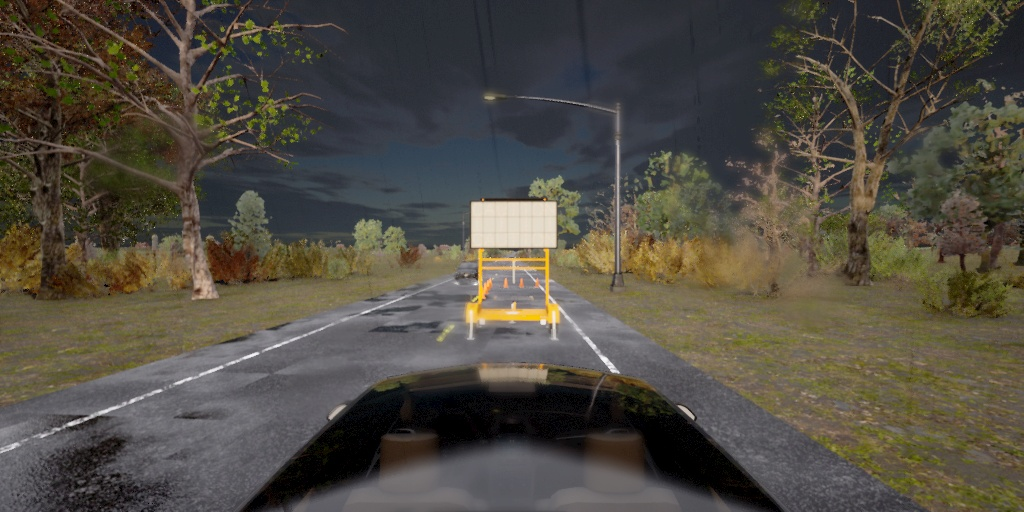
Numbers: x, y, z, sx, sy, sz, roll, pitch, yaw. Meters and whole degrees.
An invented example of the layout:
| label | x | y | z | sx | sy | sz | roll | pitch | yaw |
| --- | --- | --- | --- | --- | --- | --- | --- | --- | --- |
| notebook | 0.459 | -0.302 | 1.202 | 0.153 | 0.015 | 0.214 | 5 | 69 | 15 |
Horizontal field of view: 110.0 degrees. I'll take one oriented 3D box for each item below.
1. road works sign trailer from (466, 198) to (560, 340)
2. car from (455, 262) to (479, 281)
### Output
| label | x | y | z | sx | sy | sz | roll | pitch | yaw |
| --- | --- | --- | --- | --- | --- | --- | --- | --- | --- |
| road works sign trailer | 0.055 | 0.209 | 9.930 | 2.380 | 3.560 | 2.880 | 0 | 0 | 2 |
| car | -3.503 | 1.238 | 29.544 | 1.837 | 1.490 | 4.892 | 0 | 0 | 0 |
